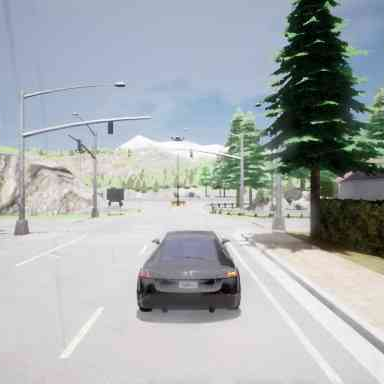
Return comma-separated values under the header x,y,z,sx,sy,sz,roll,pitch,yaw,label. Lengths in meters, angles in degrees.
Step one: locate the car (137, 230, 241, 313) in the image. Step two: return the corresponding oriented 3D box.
x,y,z,sx,sy,sz,roll,pitch,yaw,label
-0.033,1.574,7.816,1.994,1.385,4.181,0,0,1,car
